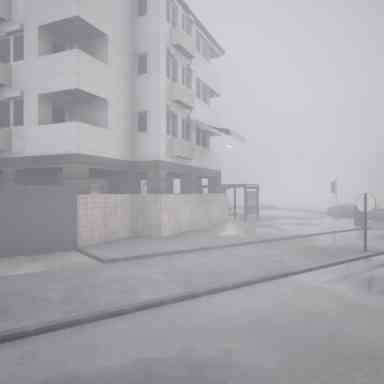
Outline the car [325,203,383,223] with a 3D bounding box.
[{"bbox_3d":[13.190,1.547,25.899,2.033,1.411,5.357,0,0,-36],"label":"car"}]
